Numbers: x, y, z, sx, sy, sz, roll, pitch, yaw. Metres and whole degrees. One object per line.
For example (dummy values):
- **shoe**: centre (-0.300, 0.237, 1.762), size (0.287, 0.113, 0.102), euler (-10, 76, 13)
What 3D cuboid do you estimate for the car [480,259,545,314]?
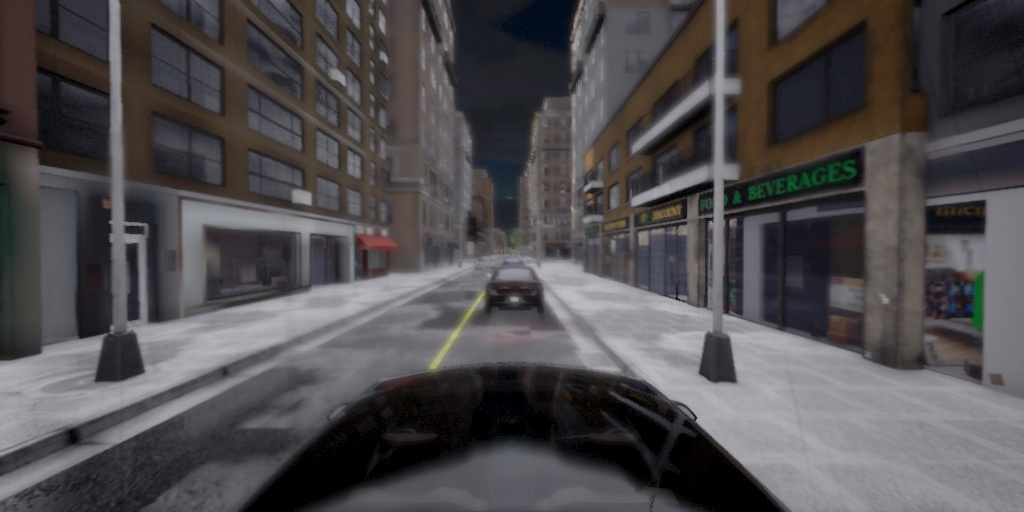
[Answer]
- **car**: centre (0.092, 1.054, 12.870), size (1.882, 1.535, 5.008), euler (0, 1, 0)

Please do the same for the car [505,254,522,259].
- **car**: centre (0.114, 0.805, 29.548), size (1.882, 1.535, 5.008), euler (0, 1, 0)

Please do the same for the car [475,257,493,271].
- **car**: centre (-2.799, 0.812, 37.617), size (1.895, 1.301, 4.718), euler (0, 1, 0)
